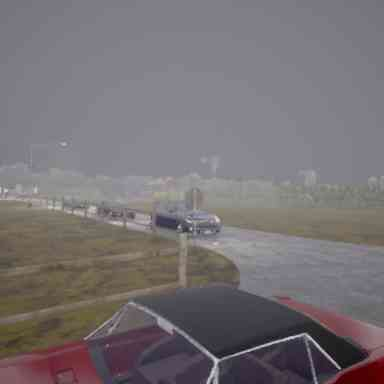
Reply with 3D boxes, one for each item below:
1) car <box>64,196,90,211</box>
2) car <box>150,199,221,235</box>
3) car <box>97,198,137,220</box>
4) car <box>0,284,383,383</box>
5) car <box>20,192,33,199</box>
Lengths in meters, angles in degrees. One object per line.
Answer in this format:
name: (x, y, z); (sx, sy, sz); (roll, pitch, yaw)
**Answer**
car: (-12.403, 1.167, 35.577); (1.837, 1.490, 4.892); (2, -1, -34)
car: (-0.427, 1.272, 17.641); (2.097, 1.767, 4.553); (2, 0, -33)
car: (-5.960, 1.296, 25.965); (1.837, 1.490, 4.892); (2, 0, -34)
car: (-0.110, 1.636, 2.756); (4.718, 1.301, 1.895); (1, -1, -34)
car: (-41.061, 0.755, 83.104); (2.097, 1.767, 4.553); (2, -1, -31)
